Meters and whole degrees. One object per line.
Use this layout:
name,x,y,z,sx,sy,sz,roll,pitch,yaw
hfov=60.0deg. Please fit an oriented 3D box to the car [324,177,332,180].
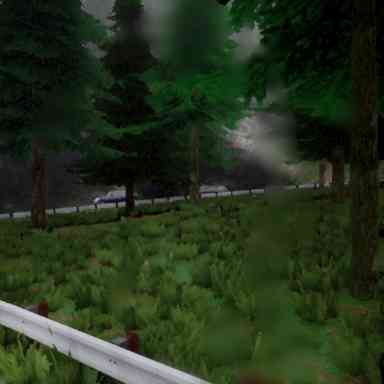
car,15.178,-0.971,36.822,4.181,1.385,1.994,-4,-1,14

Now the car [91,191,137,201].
car,-7.664,0.588,32.739,4.553,1.767,2.097,-5,3,-29

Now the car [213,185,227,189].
car,1.610,-0.029,36.721,4.902,1.511,2.128,-4,1,-12
